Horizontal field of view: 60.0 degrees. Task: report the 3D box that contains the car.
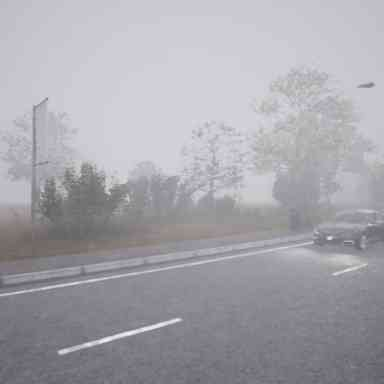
[{"bbox_3d":[7.088,1.541,14.422,4.892,1.490,1.837,0,0,-42],"label":"car"}]
